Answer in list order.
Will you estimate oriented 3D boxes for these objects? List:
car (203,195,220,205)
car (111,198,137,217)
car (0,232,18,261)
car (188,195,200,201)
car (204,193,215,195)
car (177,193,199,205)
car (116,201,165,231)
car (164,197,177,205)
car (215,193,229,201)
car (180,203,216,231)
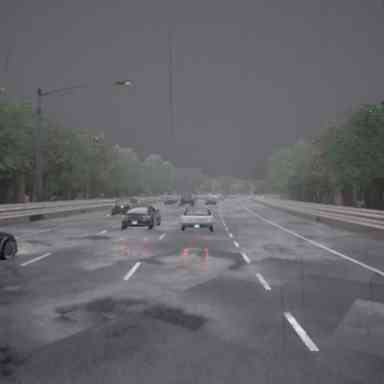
[{"bbox_3d":[3.506,1.634,58.555,1.895,1.301,4.718,0,0,7],"label":"car"},{"bbox_3d":[-6.026,1.340,31.483,2.097,1.767,4.553,0,0,4],"label":"car"},{"bbox_3d":[-6.915,1.542,9.567,1.994,1.385,4.181,0,0,1],"label":"car"},{"bbox_3d":[0.489,1.575,85.175,2.128,1.511,4.902,0,0,10],"label":"car"},{"bbox_3d":[4.050,1.602,85.221,2.033,1.411,5.357,0,0,10],"label":"car"},{"bbox_3d":[-0.578,1.239,53.587,2.150,2.045,5.566,0,0,6],"label":"car"},{"bbox_3d":[-3.069,1.521,20.631,1.812,1.442,4.674,0,0,2],"label":"car"},{"bbox_3d":[-3.550,1.611,58.426,1.895,1.301,4.718,0,0,7],"label":"car"},{"bbox_3d":[7.626,1.614,85.318,2.033,1.411,5.357,0,0,10],"label":"car"},{"bbox_3d":[0.374,1.607,20.712,1.895,1.301,4.718,0,0,3],"label":"car"}]
